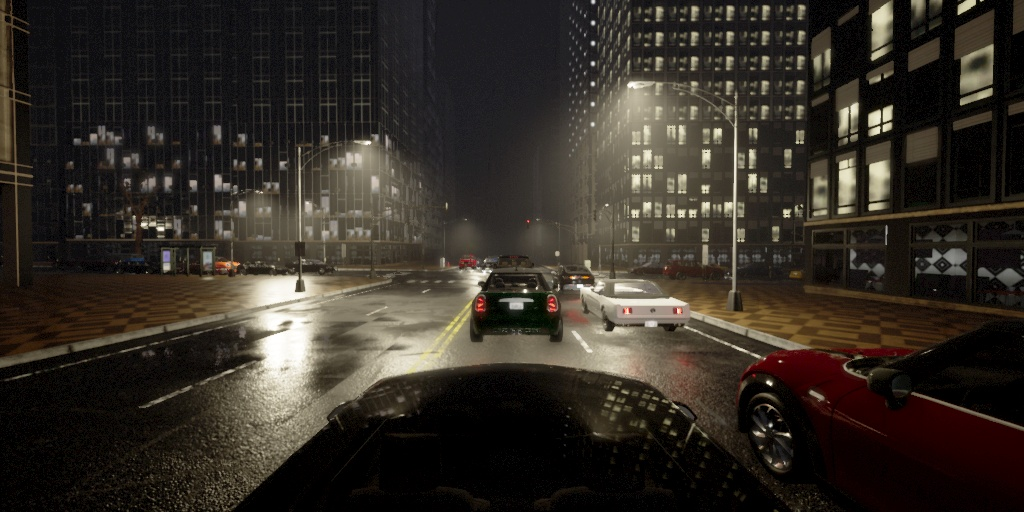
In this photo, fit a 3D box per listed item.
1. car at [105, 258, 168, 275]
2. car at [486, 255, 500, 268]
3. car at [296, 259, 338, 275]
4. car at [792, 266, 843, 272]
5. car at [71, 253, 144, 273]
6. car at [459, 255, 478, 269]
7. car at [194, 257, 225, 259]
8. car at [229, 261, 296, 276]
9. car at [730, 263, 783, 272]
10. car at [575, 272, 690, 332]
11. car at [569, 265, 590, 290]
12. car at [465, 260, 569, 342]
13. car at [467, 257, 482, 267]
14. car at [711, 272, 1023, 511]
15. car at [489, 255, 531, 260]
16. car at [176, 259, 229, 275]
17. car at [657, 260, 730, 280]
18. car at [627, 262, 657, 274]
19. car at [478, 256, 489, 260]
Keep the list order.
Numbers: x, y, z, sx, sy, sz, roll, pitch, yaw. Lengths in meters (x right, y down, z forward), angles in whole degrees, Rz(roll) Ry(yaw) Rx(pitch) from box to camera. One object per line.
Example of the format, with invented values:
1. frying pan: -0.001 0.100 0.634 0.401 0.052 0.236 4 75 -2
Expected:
1. car: -34.091 1.064 33.071 4.313 1.339 1.948 0 0 1
2. car: -3.315 0.915 62.602 2.150 2.045 5.566 0 0 0
3. car: -19.804 1.076 35.410 4.902 1.511 2.128 1 1 1
4. car: 27.646 1.573 32.031 4.829 1.417 1.751 0 0 1
5. car: -40.267 0.751 35.836 4.553 1.767 2.097 1 1 1
6. car: -6.590 0.926 53.972 2.150 2.045 5.566 0 0 0
7. car: -29.422 0.849 35.606 4.553 1.767 2.097 1 1 1
8. car: -22.727 1.168 32.763 4.313 1.339 1.948 0 0 1
9. car: 25.523 1.483 37.850 5.357 1.411 2.033 0 1 1
10. car: 3.352 1.345 10.839 1.895 1.301 4.718 0 0 0
11. car: 3.353 1.242 20.096 1.837 1.490 4.892 0 0 0
12. car: 0.101 1.097 9.888 2.097 1.767 4.553 0 0 0
13. car: -6.553 1.044 63.570 2.097 1.767 4.553 0 0 0
14. car: 3.350 1.102 1.821 2.097 1.767 4.553 0 0 0
15. car: 0.103 0.960 19.600 2.150 2.045 5.566 0 0 0
16. car: -28.411 1.132 32.897 4.207 1.307 1.802 0 0 1
17. car: 16.198 1.263 32.230 5.009 1.841 2.192 0 0 1
18. car: 15.123 1.391 38.058 5.357 1.411 2.033 1 1 2
19. car: -3.337 1.198 52.439 2.128 1.511 4.902 0 0 0
